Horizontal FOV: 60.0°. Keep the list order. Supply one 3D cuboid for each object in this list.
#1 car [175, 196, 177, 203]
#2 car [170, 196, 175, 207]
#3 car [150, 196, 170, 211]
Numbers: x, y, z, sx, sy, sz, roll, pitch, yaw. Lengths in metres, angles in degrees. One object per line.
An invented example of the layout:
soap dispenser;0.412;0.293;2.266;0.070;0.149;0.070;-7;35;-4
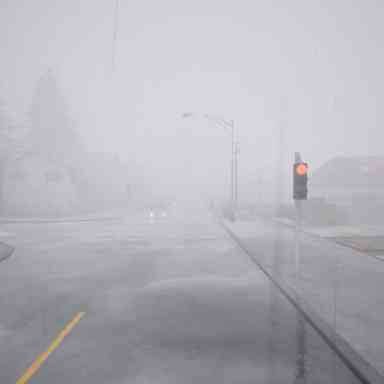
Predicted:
car;-4.017;1.492;67.884;2.128;1.511;4.902;0;0;0
car;-4.098;1.526;53.046;1.812;1.442;4.674;0;0;0
car;-4.103;1.505;41.655;1.837;1.490;4.892;0;0;0
